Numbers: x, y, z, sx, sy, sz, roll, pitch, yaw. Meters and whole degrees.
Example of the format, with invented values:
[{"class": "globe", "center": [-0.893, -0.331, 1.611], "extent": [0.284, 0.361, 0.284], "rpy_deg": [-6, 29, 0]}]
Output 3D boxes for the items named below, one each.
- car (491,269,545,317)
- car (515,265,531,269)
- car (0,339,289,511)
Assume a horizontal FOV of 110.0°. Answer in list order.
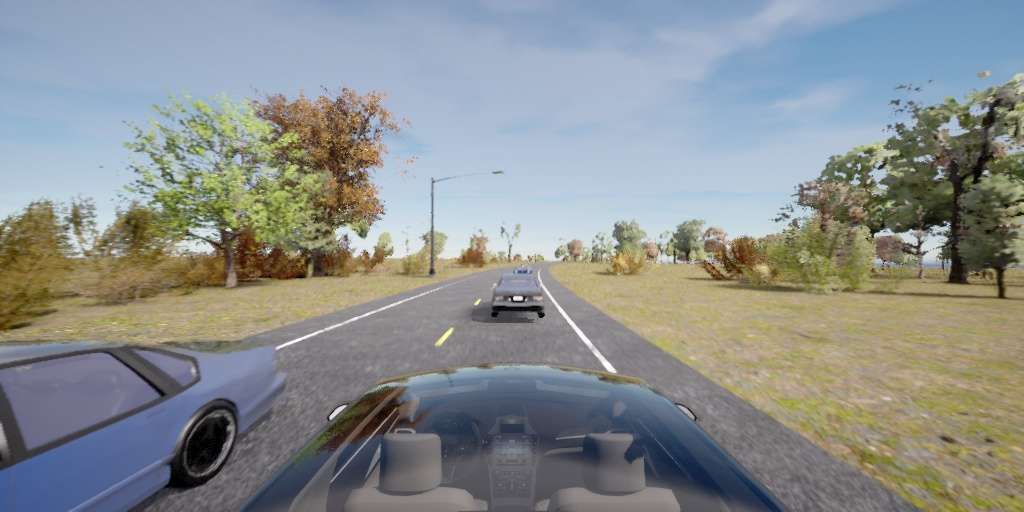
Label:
[{"class": "car", "center": [0.240, 1.385, 13.691], "extent": [2.033, 1.411, 5.357], "rpy_deg": [0, 0, 1]}, {"class": "car", "center": [1.159, 1.606, 36.951], "extent": [1.895, 1.301, 4.718], "rpy_deg": [0, 0, 3]}, {"class": "car", "center": [-3.586, 1.295, 1.881], "extent": [2.033, 1.411, 5.357], "rpy_deg": [0, 0, 0]}]
